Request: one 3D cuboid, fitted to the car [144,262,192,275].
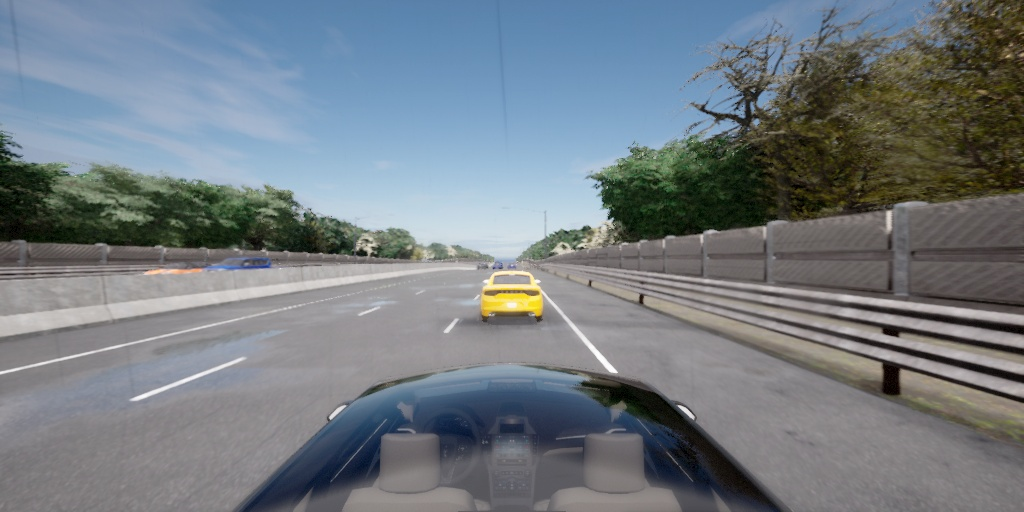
[{"bbox_3d":[-24.549,1.241,26.690,2.097,1.767,4.553,0,-1,1],"label":"car"}]

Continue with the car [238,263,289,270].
[{"bbox_3d":[-17.550,1.454,26.587,1.994,1.385,4.181,0,-1,1],"label":"car"}]

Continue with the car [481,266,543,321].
[{"bbox_3d":[0.000,1.268,12.674,1.882,1.535,5.008,0,0,0],"label":"car"}]

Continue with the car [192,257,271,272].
[{"bbox_3d":[-21.036,1.125,27.802,2.150,2.045,5.566,0,-1,1],"label":"car"}]
